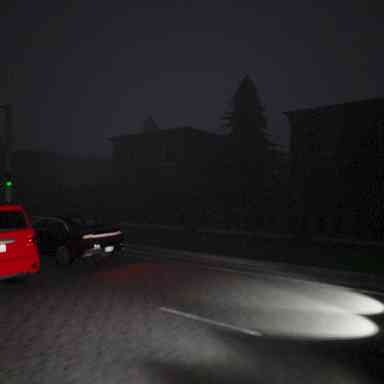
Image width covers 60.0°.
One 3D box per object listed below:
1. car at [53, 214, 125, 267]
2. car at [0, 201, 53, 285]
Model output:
[{"bbox_3d":[-4.470,1.507,11.464,4.902,1.511,2.128,0,0,36],"label":"car"},{"bbox_3d":[-6.111,1.239,8.332,5.566,2.045,2.150,0,0,36],"label":"car"}]
